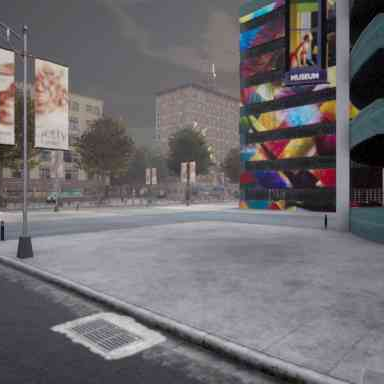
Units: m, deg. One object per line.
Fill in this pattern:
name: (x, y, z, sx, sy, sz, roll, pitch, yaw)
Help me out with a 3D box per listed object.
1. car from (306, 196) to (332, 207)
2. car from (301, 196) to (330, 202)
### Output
car: (19.561, 1.413, 51.051, 2.161, 1.482, 4.786, 0, 0, 43)
car: (14.246, 1.320, 39.325, 2.002, 1.452, 4.674, 0, 0, 43)
